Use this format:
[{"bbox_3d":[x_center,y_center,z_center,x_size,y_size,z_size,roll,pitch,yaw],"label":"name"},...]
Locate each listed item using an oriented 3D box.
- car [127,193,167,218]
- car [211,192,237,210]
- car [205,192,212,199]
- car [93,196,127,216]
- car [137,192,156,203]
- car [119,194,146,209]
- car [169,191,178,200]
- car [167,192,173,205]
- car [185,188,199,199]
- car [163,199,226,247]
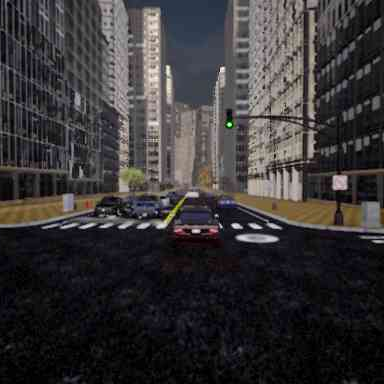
[{"bbox_3d":[-3.304,0.953,25.316,2.097,1.767,4.553,0,1,-1],"label":"car"},{"bbox_3d":[3.373,1.009,33.771,2.033,1.411,5.357,0,1,0],"label":"car"},{"bbox_3d":[3.317,0.638,60.683,1.895,1.301,4.718,0,1,1],"label":"car"},{"bbox_3d":[-6.575,1.081,27.154,1.837,1.490,4.892,0,1,0],"label":"car"},{"bbox_3d":[-6.469,0.802,47.702,2.033,1.411,5.357,0,1,0],"label":"car"},{"bbox_3d":[-6.535,0.969,37.033,2.033,1.411,5.357,0,1,0],"label":"car"},{"bbox_3d":[-3.220,0.906,44.213,1.895,1.301,4.718,0,1,0],"label":"car"},{"bbox_3d":[-3.301,0.988,34.237,1.812,1.442,4.674,0,1,0],"label":"car"},{"bbox_3d":[0.039,0.314,57.470,2.150,2.045,5.566,0,1,0],"label":"car"},{"bbox_3d":[0.128,1.284,13.651,2.033,1.411,5.357,0,2,0],"label":"car"}]
